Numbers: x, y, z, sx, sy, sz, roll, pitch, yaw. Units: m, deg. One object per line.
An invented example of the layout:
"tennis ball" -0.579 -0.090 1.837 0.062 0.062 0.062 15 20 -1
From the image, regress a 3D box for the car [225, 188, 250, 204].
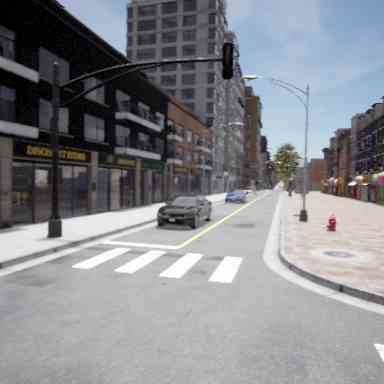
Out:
"car" 4.718 0.438 35.167 1.812 1.442 4.674 2 2 15

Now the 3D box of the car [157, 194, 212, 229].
"car" -0.235 0.874 17.206 1.882 1.535 5.008 2 3 15

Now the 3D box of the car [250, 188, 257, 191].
"car" 8.938 -0.306 50.095 2.128 1.511 4.902 2 2 15
